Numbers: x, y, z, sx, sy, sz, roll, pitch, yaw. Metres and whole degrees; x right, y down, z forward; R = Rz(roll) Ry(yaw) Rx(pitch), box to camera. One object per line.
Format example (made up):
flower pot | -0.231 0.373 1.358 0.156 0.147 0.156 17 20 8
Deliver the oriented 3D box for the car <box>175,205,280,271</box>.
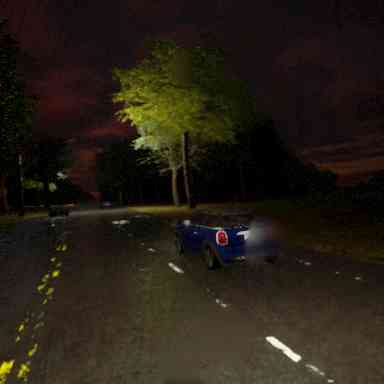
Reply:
car | 0.898 1.285 11.101 2.097 1.767 4.553 -3 0 -18

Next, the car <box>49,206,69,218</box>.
car | -16.386 2.404 41.095 1.994 1.385 4.181 -3 0 -17

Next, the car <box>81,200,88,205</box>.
car | -29.129 3.098 90.402 1.837 1.490 4.892 -3 0 -18

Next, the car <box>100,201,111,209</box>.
car | -16.391 2.396 62.937 2.033 1.411 5.357 -3 0 -18
